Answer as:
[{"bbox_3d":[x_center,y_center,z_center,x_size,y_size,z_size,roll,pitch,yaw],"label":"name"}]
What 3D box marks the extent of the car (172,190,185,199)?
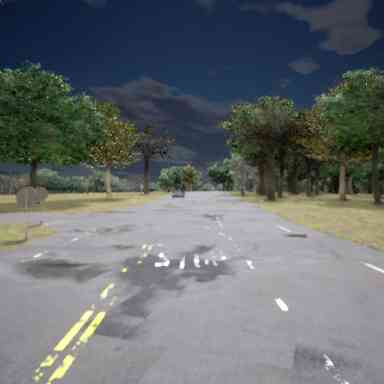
[{"bbox_3d":[-2.278,0.421,56.759,1.994,1.385,4.181,0,2,2],"label":"car"}]
